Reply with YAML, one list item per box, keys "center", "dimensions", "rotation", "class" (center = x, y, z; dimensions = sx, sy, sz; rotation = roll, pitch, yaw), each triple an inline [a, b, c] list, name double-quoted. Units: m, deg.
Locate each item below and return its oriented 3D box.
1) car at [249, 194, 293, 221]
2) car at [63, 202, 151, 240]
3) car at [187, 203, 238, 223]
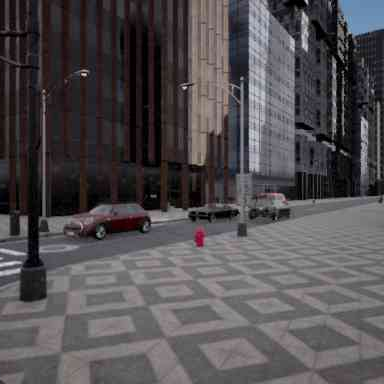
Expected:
- center: [6.386, 1.290, 26.541]
  dimensions: [2.097, 1.767, 4.553]
  rotation: [0, 0, 36]
  class: "car"
- center: [-4.250, 1.330, 17.160]
  dimensions: [2.097, 1.767, 4.553]
  rotation: [0, 0, 36]
  class: "car"
- center: [1.677, 1.550, 25.434]
  dimensions: [1.895, 1.301, 4.718]
  rotation: [0, 0, 36]
  class: "car"
